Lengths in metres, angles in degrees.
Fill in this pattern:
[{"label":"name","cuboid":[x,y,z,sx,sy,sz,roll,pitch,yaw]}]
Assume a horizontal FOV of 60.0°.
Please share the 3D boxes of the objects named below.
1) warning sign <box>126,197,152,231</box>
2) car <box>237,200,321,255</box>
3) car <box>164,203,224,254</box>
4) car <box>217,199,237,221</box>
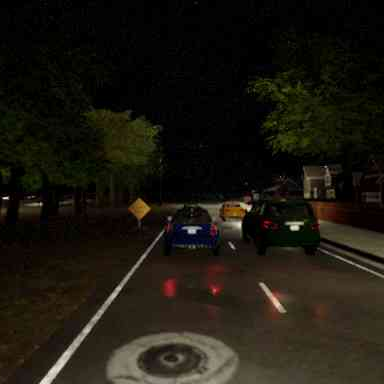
[{"label":"warning sign","cuboid":[-3.048,1.256,19.226,1.300,1.860,1.060,0,0,0]},{"label":"car","cuboid":[3.499,1.323,14.016,2.150,2.045,5.566,0,0,0]},{"label":"car","cuboid":[-0.001,1.457,14.065,2.097,1.767,4.553,0,-1,0]},{"label":"car","cuboid":[3.500,1.673,29.452,1.882,1.535,5.008,0,0,0]}]
